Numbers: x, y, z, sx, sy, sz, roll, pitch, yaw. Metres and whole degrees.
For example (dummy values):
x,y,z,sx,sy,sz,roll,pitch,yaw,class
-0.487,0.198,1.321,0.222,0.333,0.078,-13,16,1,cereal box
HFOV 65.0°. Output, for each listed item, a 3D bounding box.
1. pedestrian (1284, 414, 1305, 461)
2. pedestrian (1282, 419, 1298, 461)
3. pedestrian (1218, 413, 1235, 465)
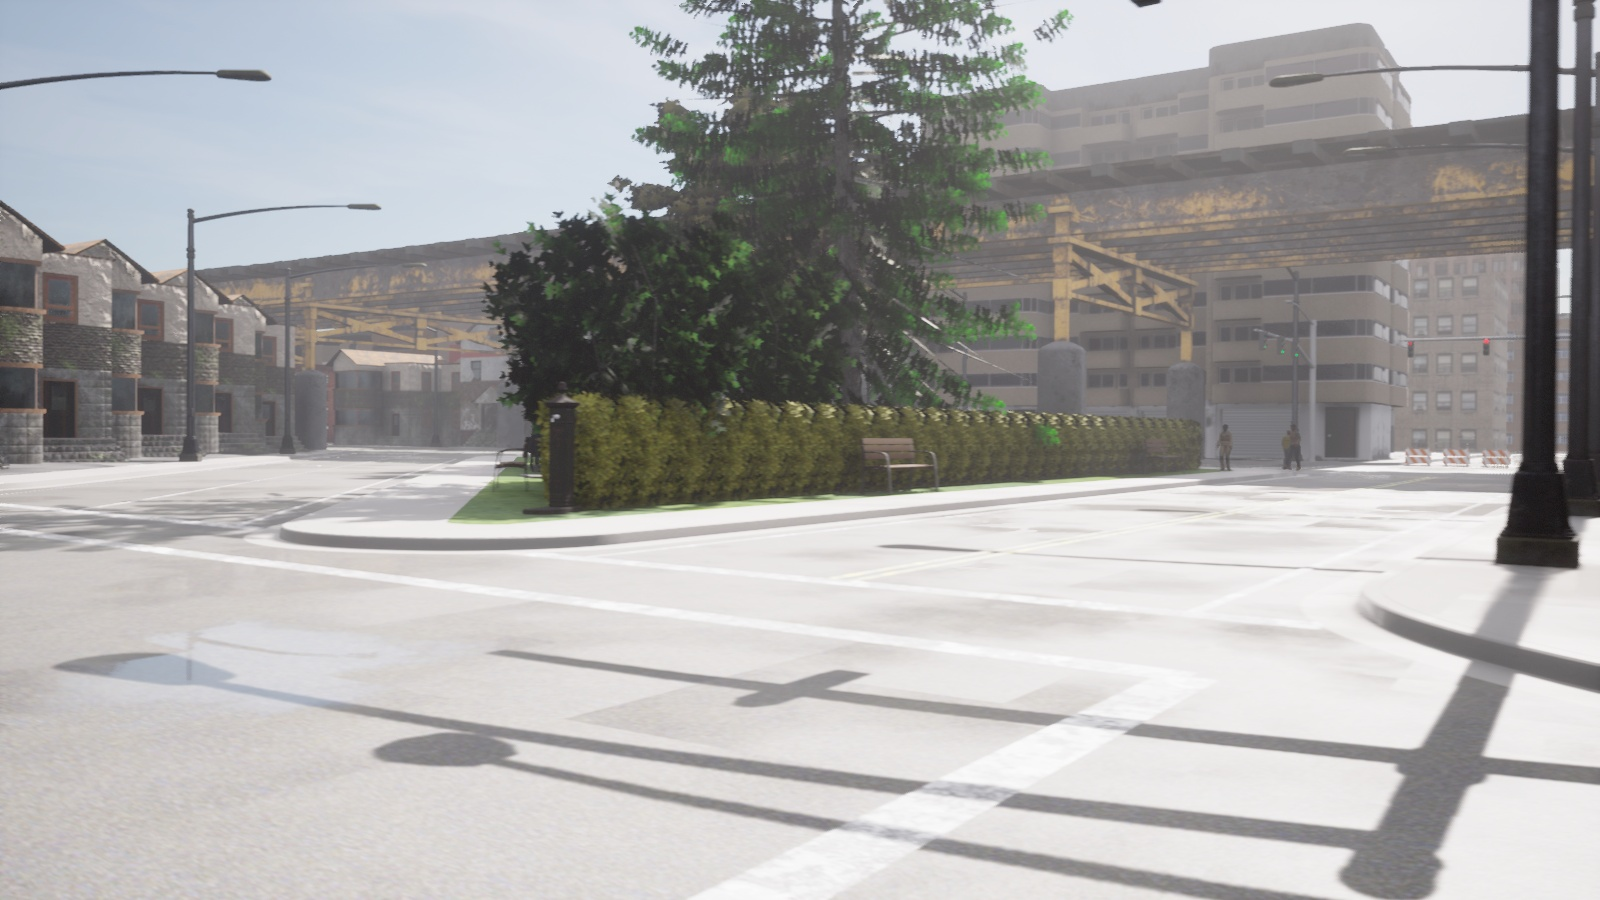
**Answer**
x,y,z,sx,sy,sz,roll,pitch,yaw,class
19.063,-0.474,48.399,0.869,1.805,0.328,-1,1,-36,pedestrian
21.578,-0.448,55.290,0.726,1.835,0.370,-1,1,-44,pedestrian
16.077,-0.416,47.297,0.396,1.930,0.692,0,1,38,pedestrian
